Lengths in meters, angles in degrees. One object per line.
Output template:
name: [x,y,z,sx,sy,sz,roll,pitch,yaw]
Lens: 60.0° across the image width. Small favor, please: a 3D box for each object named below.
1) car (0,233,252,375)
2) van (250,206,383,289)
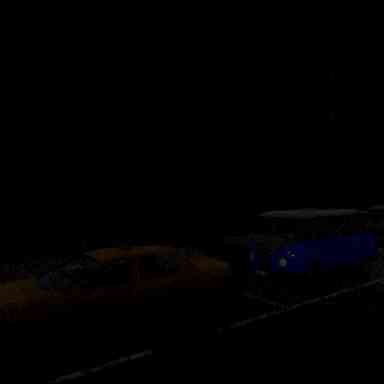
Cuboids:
car: [-1.401,1.528,5.546,4.829,1.417,1.752,0,-1,-36]
van: [3.282,1.351,8.893,3.998,1.788,1.690,0,-1,-36]
